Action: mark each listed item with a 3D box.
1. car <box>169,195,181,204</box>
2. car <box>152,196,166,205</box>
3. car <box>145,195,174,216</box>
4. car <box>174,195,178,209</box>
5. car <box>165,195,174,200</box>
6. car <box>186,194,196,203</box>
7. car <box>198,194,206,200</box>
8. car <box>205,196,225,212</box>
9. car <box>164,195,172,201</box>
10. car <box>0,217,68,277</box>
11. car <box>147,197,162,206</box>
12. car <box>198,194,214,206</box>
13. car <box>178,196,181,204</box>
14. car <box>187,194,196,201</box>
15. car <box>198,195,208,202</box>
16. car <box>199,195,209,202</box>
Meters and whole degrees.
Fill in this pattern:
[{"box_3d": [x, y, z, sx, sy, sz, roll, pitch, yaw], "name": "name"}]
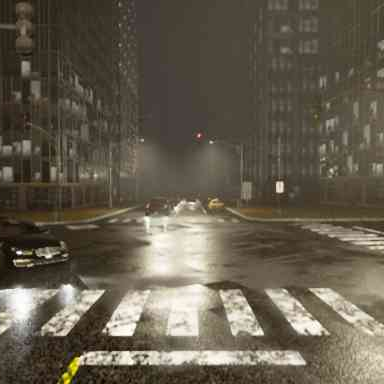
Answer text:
[{"box_3d": [-3.150, 1.358, 61.829, 1.882, 1.535, 5.008, 0, 0, 0], "name": "car"}, {"box_3d": [-5.791, 1.454, 58.935, 1.947, 1.339, 4.313, -1, 0, 0], "name": "car"}, {"box_3d": [-3.180, 1.298, 32.002, 2.097, 1.767, 4.553, 0, 0, 0], "name": "car"}, {"box_3d": [-3.177, 1.406, 41.299, 1.882, 1.535, 5.008, 0, 0, 0], "name": "car"}, {"box_3d": [-5.848, 1.381, 87.304, 1.947, 1.339, 4.313, -1, 0, 0], "name": "car"}, {"box_3d": [-0.131, 1.477, 63.567, 1.895, 1.301, 4.718, 0, 0, 0], "name": "car"}, {"box_3d": [2.497, 1.256, 87.260, 1.967, 1.590, 4.097, -1, 0, 0], "name": "car"}, {"box_3d": [2.728, 1.461, 37.647, 1.752, 1.417, 4.829, -1, 0, 0], "name": "car"}, {"box_3d": [-5.836, 1.413, 81.630, 1.802, 1.307, 4.206, -1, 0, 0], "name": "car"}, {"box_3d": [-5.986, 1.581, 10.668, 4.892, 1.490, 1.837, -1, -3, 34], "name": "car"}, {"box_3d": [-5.949, 1.467, 53.261, 1.947, 1.339, 4.313, -1, 0, 0], "name": "car"}, {"box_3d": [2.604, 1.218, 52.728, 2.192, 1.841, 5.009, -1, 0, 0], "name": "car"}, {"box_3d": [-3.172, 1.507, 51.310, 1.895, 1.301, 4.718, 0, 0, 0], "name": "car"}, {"box_3d": [-0.151, 1.162, 73.539, 1.882, 1.535, 5.008, 0, 0, 0], "name": "car"}, {"box_3d": [2.522, 1.396, 75.912, 2.008, 1.369, 4.403, -1, 0, 0], "name": "car"}, {"box_3d": [2.534, 1.426, 70.238, 1.947, 1.339, 4.313, -1, 0, 0], "name": "car"}]
